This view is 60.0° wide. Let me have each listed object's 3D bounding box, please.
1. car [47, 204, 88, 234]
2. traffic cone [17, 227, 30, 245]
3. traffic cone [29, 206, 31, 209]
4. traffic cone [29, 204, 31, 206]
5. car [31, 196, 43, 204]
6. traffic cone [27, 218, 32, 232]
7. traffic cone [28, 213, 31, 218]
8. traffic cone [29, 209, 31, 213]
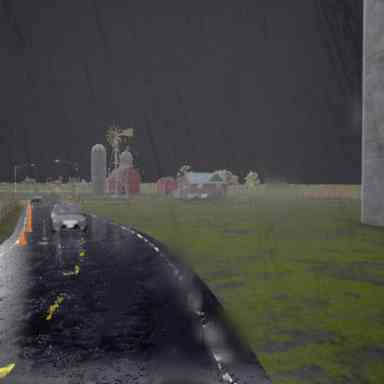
[{"bbox_3d":[-7.229,1.460,19.278,2.128,1.511,4.902,0,0,-24],"label":"car"},{"bbox_3d":[-7.329,1.944,14.350,0.340,0.580,0.340,0,0,-20],"label":"traffic cone"},{"bbox_3d":[-15.720,1.868,32.219,0.340,0.580,0.340,0,0,-26],"label":"traffic cone"},{"bbox_3d":[-17.903,1.843,36.717,0.340,0.580,0.340,0,0,-26],"label":"traffic cone"},{"bbox_3d":[-27.810,1.365,59.661,1.895,1.301,4.718,0,0,-26],"label":"car"},{"bbox_3d":[-9.178,1.934,18.727,0.340,0.580,0.340,0,0,-26],"label":"traffic cone"},{"bbox_3d":[-11.357,1.914,23.221,0.340,0.580,0.340,0,0,-26],"label":"traffic cone"},{"bbox_3d":[-13.539,1.893,27.720,0.340,0.580,0.340,0,0,-26],"label":"traffic cone"}]
